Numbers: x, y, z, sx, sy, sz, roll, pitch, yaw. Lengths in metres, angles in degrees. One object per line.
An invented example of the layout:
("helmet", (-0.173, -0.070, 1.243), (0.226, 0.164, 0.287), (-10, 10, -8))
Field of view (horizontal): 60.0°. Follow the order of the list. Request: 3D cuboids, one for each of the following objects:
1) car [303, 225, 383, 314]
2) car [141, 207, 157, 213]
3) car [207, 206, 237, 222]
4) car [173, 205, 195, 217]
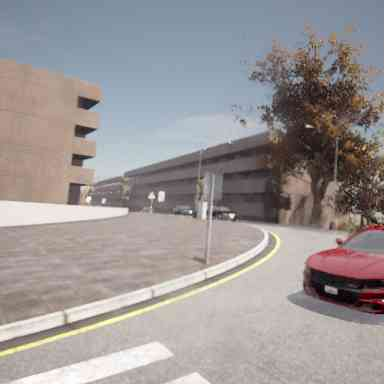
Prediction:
("car", (4.555, 1.499, 7.436), (5.008, 1.535, 1.882), (0, 0, -35))
("car", (-7.711, 3.420, 59.039), (1.837, 1.490, 4.892), (6, -7, -25))
("car", (3.031, 2.270, 35.244), (2.128, 1.511, 4.902), (6, -3, -23))
("car", (-1.060, 2.535, 44.664), (2.128, 1.511, 4.902), (6, -5, -24))
